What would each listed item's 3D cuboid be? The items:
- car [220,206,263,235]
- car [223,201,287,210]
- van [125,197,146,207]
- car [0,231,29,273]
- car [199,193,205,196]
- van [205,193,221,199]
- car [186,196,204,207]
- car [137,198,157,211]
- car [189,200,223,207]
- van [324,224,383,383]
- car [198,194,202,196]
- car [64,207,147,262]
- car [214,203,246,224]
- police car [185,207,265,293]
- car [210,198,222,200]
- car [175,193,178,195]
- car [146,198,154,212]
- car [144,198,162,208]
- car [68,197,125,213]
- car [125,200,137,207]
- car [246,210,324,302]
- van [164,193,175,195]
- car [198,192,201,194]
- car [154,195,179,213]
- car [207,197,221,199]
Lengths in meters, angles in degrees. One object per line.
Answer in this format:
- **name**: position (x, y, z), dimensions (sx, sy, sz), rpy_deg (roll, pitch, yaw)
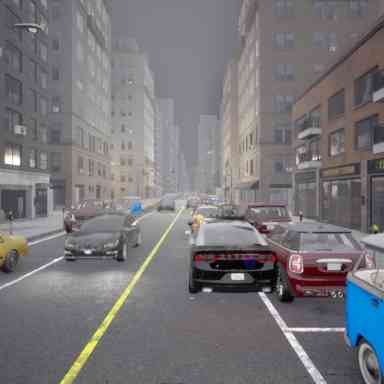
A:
- **car**: position (2.769, 1.565, 19.577), dimensions (1.947, 1.339, 4.313), rpy_deg (0, 0, 0)
- **car**: position (2.739, 1.314, 13.908), dimensions (2.192, 1.841, 5.009), rpy_deg (0, 0, 0)
- **van**: position (-5.696, 1.339, 30.946), dimensions (1.690, 1.788, 3.998), rpy_deg (0, 0, 0)
- **car**: position (-5.817, 1.525, 8.104), dimensions (1.752, 1.417, 4.829), rpy_deg (0, 0, 0)
- **car**: position (3.064, 1.391, 75.119), dimensions (1.967, 1.590, 4.097), rpy_deg (0, 0, 0)
- **van**: position (2.890, 1.331, 42.255), dimensions (1.690, 1.788, 3.998), rpy_deg (0, 0, 0)
- **car**: position (0.234, 1.552, 43.841), dimensions (1.994, 1.385, 4.181), rpy_deg (0, 0, 1)
- **car**: position (-5.637, 1.515, 42.114), dimensions (1.752, 1.417, 4.829), rpy_deg (0, 0, 0)
- **car**: position (0.886, 1.455, 19.079), dimensions (1.801, 1.575, 5.366), rpy_deg (0, 0, 0)
- **van**: position (2.679, 1.341, 2.569), dimensions (1.690, 1.788, 3.998), rpy_deg (0, 0, 0)
- **car**: position (0.279, 1.455, 53.157), dimensions (1.882, 1.535, 5.008), rpy_deg (0, 0, 0)
- **car**: position (-3.038, 1.504, 12.168), dimensions (1.837, 1.490, 4.892), rpy_deg (0, 0, 0)
- **car**: position (2.799, 1.564, 25.246), dimensions (1.947, 1.339, 4.313), rpy_deg (0, 0, 0)
- **police car**: position (0.842, 1.425, 8.984), dimensions (1.930, 1.638, 5.238), rpy_deg (0, 0, -1)
- **car**: position (2.830, 1.549, 30.915), dimensions (2.008, 1.369, 4.403), rpy_deg (0, 0, 0)
- **car**: position (-5.402, 1.249, 86.319), dimensions (2.192, 1.841, 5.009), rpy_deg (0, 0, 0)
- **car**: position (-5.667, 1.520, 36.445), dimensions (1.752, 1.417, 4.829), rpy_deg (0, 0, 0)
- **car**: position (-5.605, 1.533, 47.951), dimensions (2.008, 1.369, 4.403), rpy_deg (0, 0, 0)
- **car**: position (-5.756, 1.314, 19.610), dimensions (2.192, 1.841, 5.009), rpy_deg (0, 0, 0)
- **car**: position (-5.726, 1.549, 25.278), dimensions (2.008, 1.369, 4.403), rpy_deg (0, 0, 0)
- **car**: position (2.709, 1.440, 8.239), dimensions (1.967, 1.590, 4.097), rpy_deg (0, 0, 0)
- **van**: position (-5.461, 1.292, 75.147), dimensions (1.690, 1.788, 3.998), rpy_deg (0, 0, 0)
- **car**: position (3.124, 1.249, 86.289), dimensions (2.192, 1.841, 5.009), rpy_deg (0, 0, 0)
- **car**: position (-2.805, 1.472, 37.252), dimensions (1.882, 1.535, 5.008), rpy_deg (0, 0, 0)
- **car**: position (2.860, 1.577, 36.585), dimensions (1.802, 1.307, 4.206), rpy_deg (0, 0, 0)
